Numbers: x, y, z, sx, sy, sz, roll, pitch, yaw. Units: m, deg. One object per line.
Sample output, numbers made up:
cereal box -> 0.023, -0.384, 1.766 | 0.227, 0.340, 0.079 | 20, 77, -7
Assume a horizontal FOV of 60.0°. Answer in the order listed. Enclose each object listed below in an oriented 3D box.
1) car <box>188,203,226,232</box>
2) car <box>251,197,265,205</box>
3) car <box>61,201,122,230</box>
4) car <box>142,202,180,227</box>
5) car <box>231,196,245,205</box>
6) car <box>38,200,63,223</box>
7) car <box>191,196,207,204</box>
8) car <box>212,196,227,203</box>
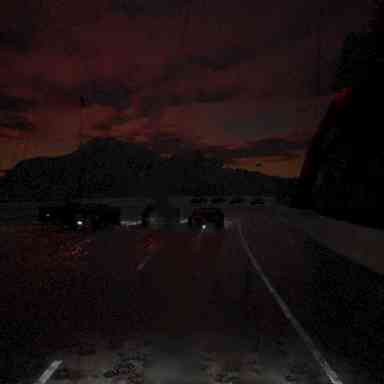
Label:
car -> 0.987, 1.612, 20.323 | 1.895, 1.301, 4.718 | 1, 0, 8
car -> 12.656, 1.737, 63.635 | 1.994, 1.385, 4.181 | 1, 0, 23
car -> -5.777, 1.419, 20.375 | 1.837, 1.490, 4.892 | 0, 0, 7
car -> -2.011, 1.473, 22.523 | 1.837, 1.490, 4.892 | 0, 0, 8
car -> 8.949, 1.624, 63.915 | 1.837, 1.490, 4.892 | 0, 0, 23
car -> -8.896, 1.347, 23.773 | 1.882, 1.535, 5.008 | 0, 0, 8
car -> 1.456, 1.504, 64.012 | 2.128, 1.511, 4.902 | 1, 0, 22
car -> 5.225, 1.571, 64.067 | 1.837, 1.490, 4.892 | 0, 0, 22
